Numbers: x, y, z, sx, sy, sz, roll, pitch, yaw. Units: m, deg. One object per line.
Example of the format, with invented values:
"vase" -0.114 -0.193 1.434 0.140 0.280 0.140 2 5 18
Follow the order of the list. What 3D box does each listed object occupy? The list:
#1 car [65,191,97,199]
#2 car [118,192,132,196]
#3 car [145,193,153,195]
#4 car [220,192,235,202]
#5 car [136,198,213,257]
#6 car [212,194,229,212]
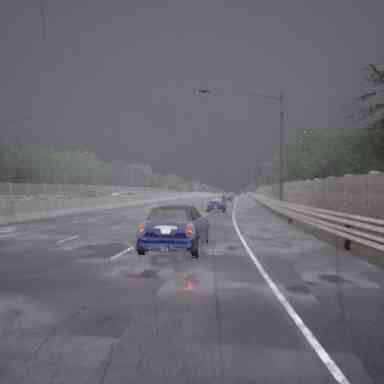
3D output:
"car" -14.066 0.841 42.323 2.150 2.045 5.566 0 0 8
"car" -11.768 0.846 58.153 2.097 1.767 4.553 0 0 9
"car" -9.483 0.898 73.937 2.033 1.411 5.357 0 1 8
"car" 6.382 0.867 61.228 2.097 1.767 4.553 0 1 8
"car" -0.540 1.245 12.653 2.097 1.767 4.553 0 0 8
"car" 2.597 1.253 34.676 1.812 1.442 4.674 0 0 8
